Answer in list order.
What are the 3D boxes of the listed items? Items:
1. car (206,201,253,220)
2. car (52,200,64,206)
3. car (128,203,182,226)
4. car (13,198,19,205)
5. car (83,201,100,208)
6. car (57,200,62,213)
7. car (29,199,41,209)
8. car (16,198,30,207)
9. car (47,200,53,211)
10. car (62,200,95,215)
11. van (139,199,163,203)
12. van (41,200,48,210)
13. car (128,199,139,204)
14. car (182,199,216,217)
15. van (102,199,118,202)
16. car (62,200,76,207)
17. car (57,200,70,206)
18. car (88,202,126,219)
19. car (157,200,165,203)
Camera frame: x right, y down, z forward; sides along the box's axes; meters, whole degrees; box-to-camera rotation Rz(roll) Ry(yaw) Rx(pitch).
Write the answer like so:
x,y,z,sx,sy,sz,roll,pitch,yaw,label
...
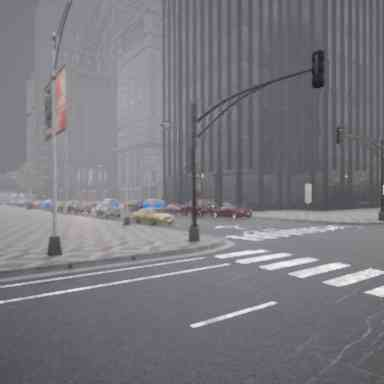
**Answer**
x,y,z,sx,sy,sz,roll,pitch,yaw,label
3.759,1.842,31.716,1.887,1.381,4.507,-1,0,-35,car
-34.576,2.724,85.682,2.008,1.369,4.403,-1,0,-35,car
-3.102,1.851,26.648,1.752,1.417,4.829,-1,0,-35,car
-41.222,2.779,80.317,1.802,1.307,4.206,-1,0,-35,car
-19.513,2.421,64.476,1.802,1.307,4.206,-1,0,-35,car
-17.346,2.204,46.703,1.887,1.381,4.507,-1,0,-35,car
-28.769,2.362,62.781,1.967,1.590,4.097,-1,0,-35,car
-38.109,2.675,75.934,1.887,1.381,4.507,-1,0,-35,car
-20.177,2.165,50.686,1.967,1.590,4.097,-1,0,-35,car
-14.522,1.909,42.719,2.192,1.841,5.009,-1,0,-35,car
-5.069,1.846,44.168,1.690,1.788,3.998,-1,0,-35,van
-23.009,2.131,54.669,1.690,1.788,3.998,-1,0,-35,van
-8.011,1.889,48.319,2.192,1.841,5.009,-1,0,-35,car
0.812,1.682,35.867,2.192,1.841,5.009,-1,0,-35,car
-13.892,2.052,56.620,1.690,1.788,3.998,-1,0,-35,van
-28.550,2.609,77.199,1.947,1.339,4.313,-1,0,-35,car
-31.564,2.675,81.441,1.947,1.339,4.313,-1,0,-35,car
-8.858,2.012,34.753,2.008,1.369,4.403,-1,0,-35,car
-2.123,2.018,40.017,1.802,1.307,4.206,-1,0,-35,car
